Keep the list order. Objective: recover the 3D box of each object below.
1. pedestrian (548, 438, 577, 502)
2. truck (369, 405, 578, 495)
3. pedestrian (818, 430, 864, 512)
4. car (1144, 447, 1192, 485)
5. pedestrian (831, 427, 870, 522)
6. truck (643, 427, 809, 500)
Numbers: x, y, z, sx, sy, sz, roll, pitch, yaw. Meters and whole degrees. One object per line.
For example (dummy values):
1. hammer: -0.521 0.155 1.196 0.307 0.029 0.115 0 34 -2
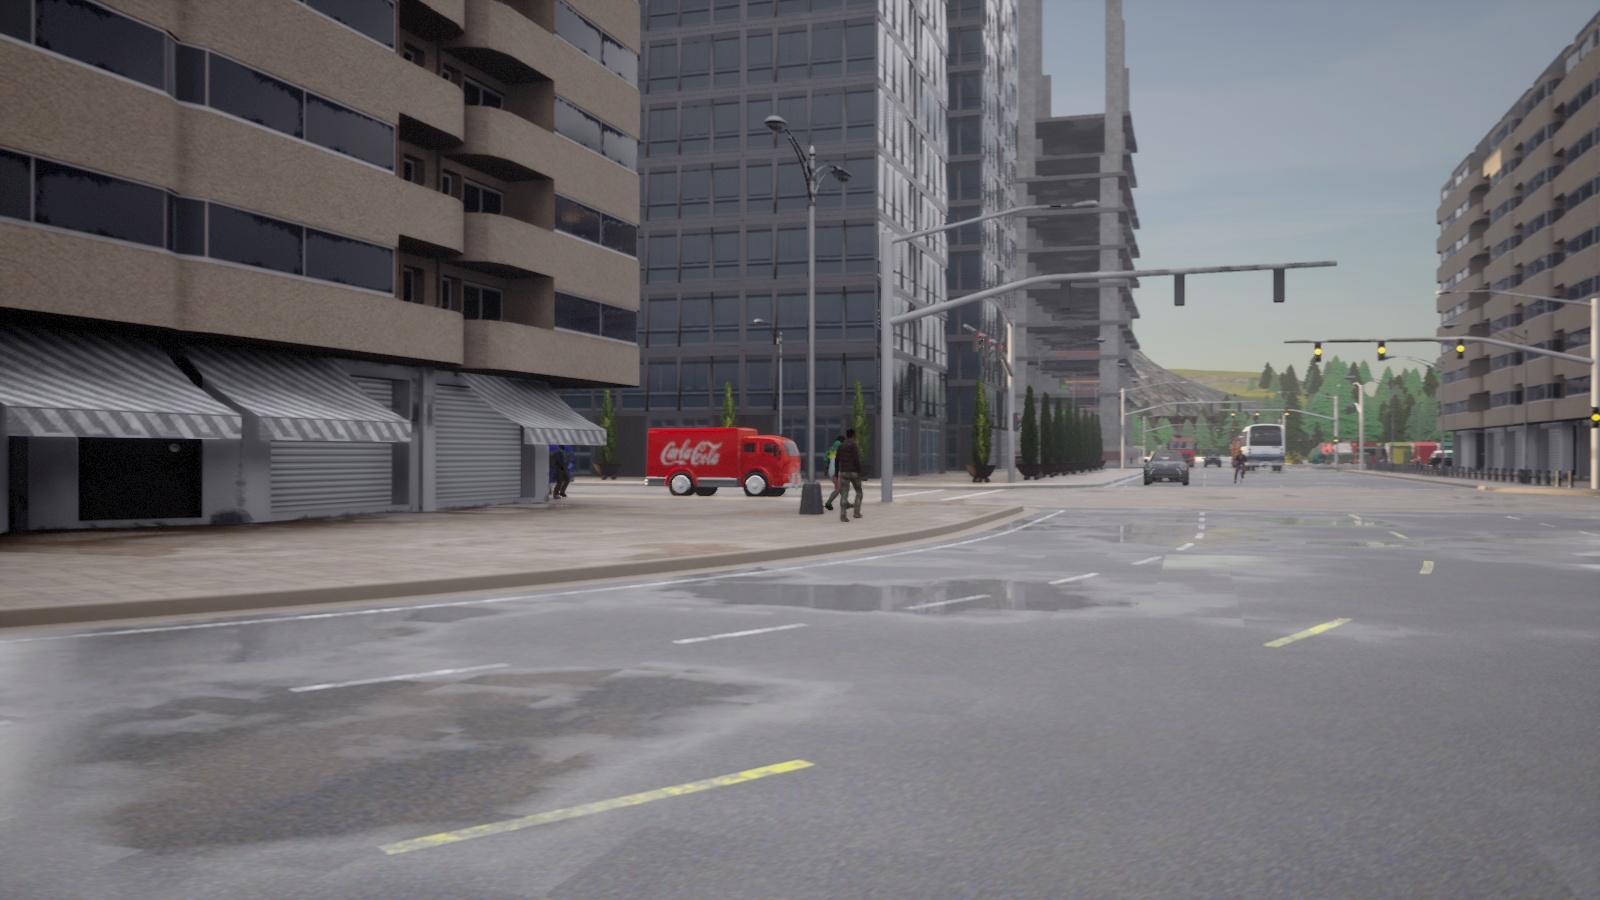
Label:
1. pedestrian: -7.273 0.606 38.438 0.788 1.949 0.423 0 0 25
2. truck: -13.295 0.024 51.168 7.936 3.462 2.891 0 0 18
3. pedestrian: 0.985 0.496 30.103 0.659 1.952 0.873 0 0 45
4. car: 18.080 0.758 61.611 2.097 1.767 4.553 0 0 18
5. pedestrian: 0.988 0.478 24.614 0.431 1.840 0.703 0 0 36
6. truck: -2.562 0.467 44.064 5.204 2.467 2.627 0 0 18
